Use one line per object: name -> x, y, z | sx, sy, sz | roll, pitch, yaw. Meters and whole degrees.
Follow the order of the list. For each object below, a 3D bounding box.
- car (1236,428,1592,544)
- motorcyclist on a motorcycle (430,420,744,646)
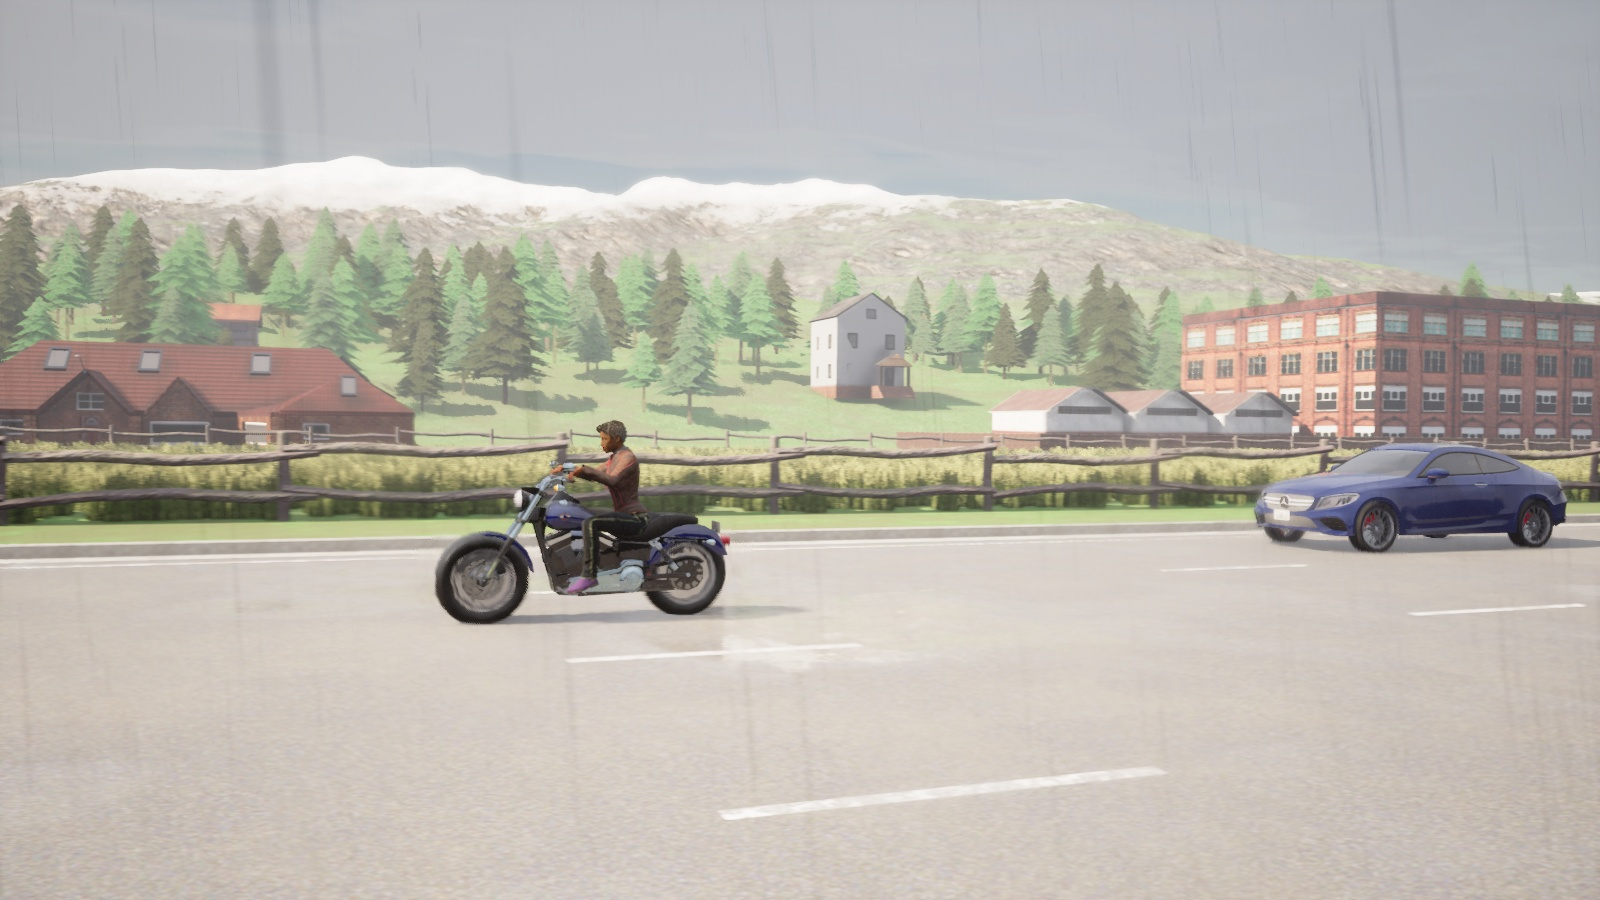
car -> 8.690, 0.441, 17.769 | 4.674, 1.442, 1.812 | -1, 1, -21
motorcyclist on a motorcycle -> -1.701, 0.603, 10.080 | 2.350, 1.649, 0.766 | -1, 1, -21
